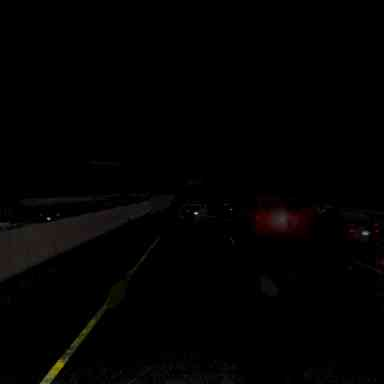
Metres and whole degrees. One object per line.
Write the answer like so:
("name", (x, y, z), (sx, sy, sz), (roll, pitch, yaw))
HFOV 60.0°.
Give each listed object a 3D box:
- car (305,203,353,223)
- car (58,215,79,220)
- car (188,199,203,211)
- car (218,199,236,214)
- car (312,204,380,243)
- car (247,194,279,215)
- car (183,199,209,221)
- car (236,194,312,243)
("car", (10.808, 1.615, 26.683), (1.895, 1.301, 4.718), (0, 0, 0))
("car", (-10.390, 1.548, 26.796), (2.033, 1.411, 5.357), (0, 0, 0))
("car", (0.454, 1.612, 43.044), (1.895, 1.301, 4.718), (0, 0, 1))
("car", (3.875, 1.503, 34.891), (2.128, 1.511, 4.902), (0, 0, 0))
("car", (7.226, 1.535, 16.145), (1.812, 1.442, 4.674), (0, 0, 0))
("car", (7.378, 1.236, 35.162), (2.150, 2.045, 5.566), (0, 0, 0))
("car", (0.315, 1.568, 27.136), (1.994, 1.385, 4.181), (0, 0, 0))
("car", (3.727, 1.229, 16.280), (2.150, 2.045, 5.566), (0, 0, 0))
